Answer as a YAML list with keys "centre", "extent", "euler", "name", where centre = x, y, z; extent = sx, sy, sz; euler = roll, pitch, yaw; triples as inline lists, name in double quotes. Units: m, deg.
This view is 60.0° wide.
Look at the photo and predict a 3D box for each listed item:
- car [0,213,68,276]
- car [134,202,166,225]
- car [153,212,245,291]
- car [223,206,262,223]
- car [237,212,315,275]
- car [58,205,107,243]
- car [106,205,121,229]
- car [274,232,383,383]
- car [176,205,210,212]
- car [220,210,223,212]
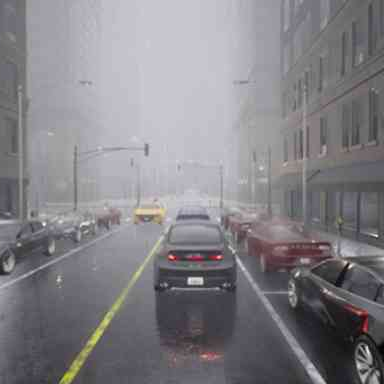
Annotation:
- centre: [-5.760, 1.566, 10.373]
  extent: [1.947, 1.339, 4.313]
  euler: [-1, 0, 0]
  name: "car"
- centre: [-2.970, 1.479, 24.137]
  extent: [1.882, 1.535, 5.008]
  euler: [0, 0, 0]
  name: "car"
- centre: [0.078, 1.505, 8.966]
  extent: [1.837, 1.490, 4.892]
  euler: [0, 0, 0]
  name: "car"
- centre: [2.772, 1.546, 15.868]
  extent: [1.887, 1.381, 4.507]
  euler: [-1, 0, 0]
  name: "car"
- centre: [2.765, 1.545, 10.363]
  extent: [1.887, 1.381, 4.507]
  euler: [-1, 0, 0]
  name: "car"
- centre: [-5.753, 1.552, 15.878]
  extent: [2.008, 1.369, 4.403]
  euler: [-1, 0, 0]
  name: "car"
- centre: [-5.747, 1.546, 21.384]
  extent: [1.887, 1.381, 4.507]
  euler: [-1, 0, 0]
  name: "car"
- centre: [2.759, 1.566, 4.858]
  extent: [1.947, 1.339, 4.313]
  euler: [-1, 0, 0]
  name: "car"
- centre: [0.061, 1.479, 19.367]
  extent: [1.882, 1.535, 5.008]
  euler: [0, 0, 1]
  name: "car"
- centre: [2.778, 1.546, 21.373]
  extent: [1.887, 1.381, 4.507]
  euler: [-1, 0, 0]
  name: "car"
